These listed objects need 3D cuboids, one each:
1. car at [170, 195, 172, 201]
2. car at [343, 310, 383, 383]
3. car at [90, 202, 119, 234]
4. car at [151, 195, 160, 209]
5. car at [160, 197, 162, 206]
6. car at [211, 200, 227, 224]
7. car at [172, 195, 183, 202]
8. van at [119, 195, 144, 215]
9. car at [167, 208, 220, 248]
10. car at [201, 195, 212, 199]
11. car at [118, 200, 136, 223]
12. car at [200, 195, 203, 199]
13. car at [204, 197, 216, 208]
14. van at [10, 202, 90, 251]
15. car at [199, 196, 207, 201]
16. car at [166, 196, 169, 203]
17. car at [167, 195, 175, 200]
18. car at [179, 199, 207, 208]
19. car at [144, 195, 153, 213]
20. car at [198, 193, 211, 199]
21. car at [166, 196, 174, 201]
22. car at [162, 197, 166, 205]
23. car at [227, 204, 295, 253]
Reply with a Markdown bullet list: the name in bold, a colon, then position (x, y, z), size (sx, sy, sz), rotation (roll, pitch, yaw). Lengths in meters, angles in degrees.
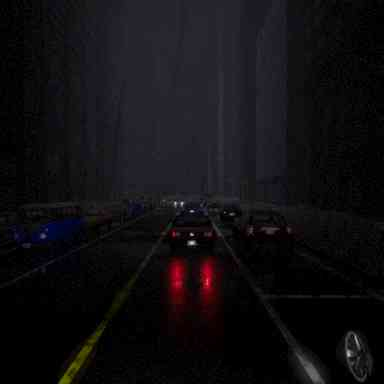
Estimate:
- **car**: position (-5.765, 1.619, 81.315), size (1.802, 1.307, 4.206), rotation (0, 0, 0)
- **car**: position (2.760, 1.565, 2.411), size (1.947, 1.339, 4.313), rotation (0, 0, 0)
- **car**: position (-5.765, 1.524, 19.143), size (1.752, 1.417, 4.829), rotation (0, 0, 0)
- **car**: position (-5.766, 1.322, 41.859), size (2.192, 1.841, 5.009), rotation (0, 0, 0)
- **car**: position (-5.765, 1.575, 47.496), size (1.947, 1.339, 4.313), rotation (0, 0, 0)
- **car**: position (2.760, 1.566, 24.956), size (1.947, 1.339, 4.313), rotation (0, 0, 0)
- **car**: position (-3.000, 1.514, 75.955), size (1.812, 1.442, 4.674), rotation (0, 0, 0)
- **van**: position (-5.766, 1.343, 30.586), size (1.690, 1.788, 3.998), rotation (0, 0, 0)
- **car**: position (0.000, 1.616, 14.680), size (1.895, 1.301, 4.718), rotation (0, 0, 0)
- **car**: position (2.760, 1.594, 53.138), size (1.802, 1.307, 4.206), rotation (0, 0, 0)
- **car**: position (-5.765, 1.551, 24.949), size (2.008, 1.369, 4.403), rotation (0, 0, 0)
- **car**: position (2.760, 1.597, 58.775), size (1.802, 1.307, 4.206), rotation (0, 0, 0)
- **car**: position (2.760, 1.589, 41.865), size (1.802, 1.307, 4.206), rotation (0, 0, 0)
- **van**: position (-5.766, 1.339, 13.676), size (1.690, 1.788, 3.998), rotation (0, 0, 0)
- **car**: position (2.759, 1.610, 86.954), size (1.947, 1.339, 4.313), rotation (0, 0, 0)
- **car**: position (-5.765, 1.566, 58.769), size (2.008, 1.369, 4.403), rotation (0, 0, 0)
- **car**: position (-5.766, 1.618, 92.588), size (1.947, 1.339, 4.313), rotation (0, 0, 0)
- **car**: position (0.000, 1.575, 29.651), size (1.994, 1.385, 4.181), rotation (0, 0, 0)
- **car**: position (-5.766, 1.445, 36.222), size (1.967, 1.590, 4.097), rotation (0, 0, 0)
- **car**: position (3.000, 1.239, 70.294), size (2.150, 2.045, 5.566), rotation (0, 0, 0)
- **car**: position (-5.766, 1.610, 86.952), size (1.947, 1.339, 4.313), rotation (0, 0, 0)
- **car**: position (-5.765, 1.577, 53.132), size (1.947, 1.339, 4.313), rotation (0, 0, 0)
- **car**: position (2.760, 1.438, 13.683), size (1.967, 1.590, 4.097), rotation (0, 0, 0)
